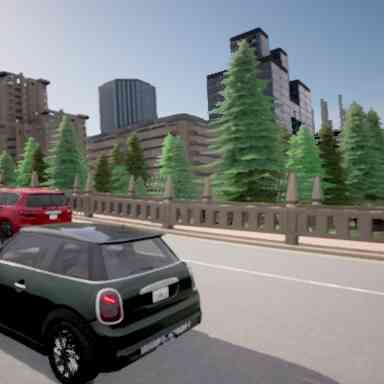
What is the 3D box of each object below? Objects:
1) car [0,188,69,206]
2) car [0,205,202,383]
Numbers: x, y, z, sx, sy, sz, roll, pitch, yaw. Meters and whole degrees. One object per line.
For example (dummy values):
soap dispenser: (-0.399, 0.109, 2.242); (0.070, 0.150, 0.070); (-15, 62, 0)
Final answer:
car: (-7.099, 0.837, 13.356); (5.566, 2.045, 2.150); (3, 2, 35)
car: (-2.130, 1.289, 5.511); (4.553, 1.767, 2.097); (1, 1, 36)
